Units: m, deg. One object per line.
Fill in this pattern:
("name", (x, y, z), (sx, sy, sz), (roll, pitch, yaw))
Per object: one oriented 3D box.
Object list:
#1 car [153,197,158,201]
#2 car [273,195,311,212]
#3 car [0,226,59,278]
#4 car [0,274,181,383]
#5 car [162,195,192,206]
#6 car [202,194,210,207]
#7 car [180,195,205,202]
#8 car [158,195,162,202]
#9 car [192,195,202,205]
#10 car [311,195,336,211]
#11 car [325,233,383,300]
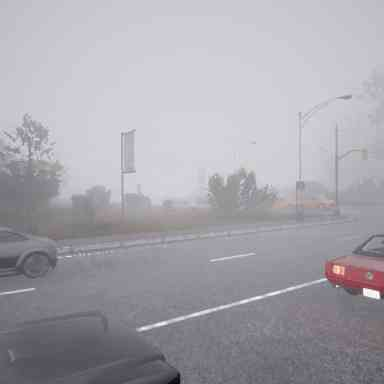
("car", (-6.677, 1.326, 74.030), (1.895, 1.301, 4.718), (-1, 0, -38))
("car", (9.941, 1.278, 36.437), (1.882, 1.535, 5.008), (-1, 0, -39))
("car", (-5.695, 1.564, 8.525), (4.181, 1.385, 1.994), (0, 0, -36))
("car", (-2.339, 1.601, 2.067), (4.718, 1.301, 1.895), (0, 0, -36))
("car", (-2.340, 1.373, 51.697), (1.994, 1.385, 4.181), (-1, 0, -39))
("car", (3.972, 1.282, 43.847), (1.882, 1.535, 5.008), (-1, 0, -39))
("car", (0.057, 1.273, 65.764), (2.033, 1.411, 5.357), (-1, 0, -38))
("car", (-3.501, 1.384, 58.756), (1.895, 1.301, 4.718), (-1, 0, -38))
("car", (2.685, 1.131, 51.037), (2.097, 1.767, 4.553), (-1, 0, -39))
("car", (13.779, 1.122, 37.252), (2.097, 1.767, 4.553), (-1, 0, -39))
("car", (5.107, 1.570, 7.407), (4.718, 1.301, 1.895), (0, 0, -36))
